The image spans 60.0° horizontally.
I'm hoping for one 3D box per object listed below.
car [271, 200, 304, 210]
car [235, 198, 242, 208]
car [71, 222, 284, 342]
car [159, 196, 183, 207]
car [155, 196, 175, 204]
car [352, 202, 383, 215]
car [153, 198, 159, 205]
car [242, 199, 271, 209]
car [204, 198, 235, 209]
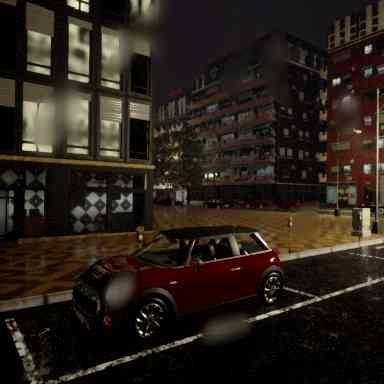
[{"bbox_3d":[13.475,1.806,46.026,1.802,1.307,4.206,1,-1,-35],"label":"car"},{"bbox_3d":[6.943,1.725,55.298,1.967,1.590,4.097,1,-1,-35],"label":"car"},{"bbox_3d":[-0.151,1.441,6.430,4.097,1.590,1.967,0,1,-35],"label":"car"},{"bbox_3d":[-3.177,1.732,55.110,1.887,1.381,4.507,1,-1,-35],"label":"car"},{"bbox_3d":[-6.121,1.724,73.842,2.192,1.841,5.009,1,-1,-35],"label":"car"},{"bbox_3d":[20.007,1.730,36.755,1.947,1.339,4.313,1,-1,-35],"label":"car"},{"bbox_3d":[-6.443,1.763,59.746,1.887,1.381,4.507,1,-1,-35],"label":"car"},{"bbox_3d":[10.209,1.799,50.662,1.887,1.381,4.507,1,-1,-35],"label":"car"},{"bbox_3d":[3.355,1.677,45.839,2.008,1.369,4.403,1,-1,-35],"label":"car"}]
